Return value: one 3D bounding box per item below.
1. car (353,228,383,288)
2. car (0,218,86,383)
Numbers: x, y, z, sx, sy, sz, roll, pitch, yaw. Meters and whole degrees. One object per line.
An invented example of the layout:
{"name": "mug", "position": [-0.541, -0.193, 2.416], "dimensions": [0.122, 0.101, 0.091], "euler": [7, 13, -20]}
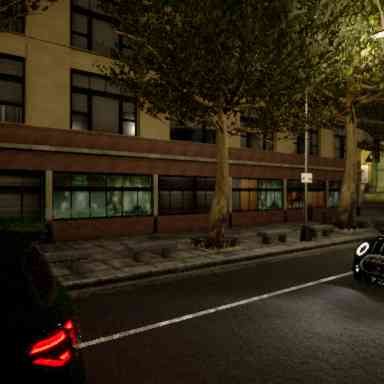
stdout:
{"name": "car", "position": [6.038, 1.350, 8.350], "dimensions": [4.553, 1.767, 2.097], "euler": [0, 0, -36]}
{"name": "car", "position": [-3.411, 1.223, 1.603], "dimensions": [5.566, 2.045, 2.150], "euler": [0, 0, -34]}
